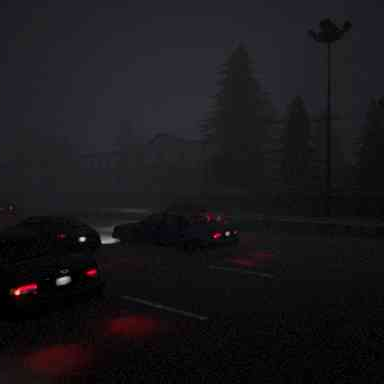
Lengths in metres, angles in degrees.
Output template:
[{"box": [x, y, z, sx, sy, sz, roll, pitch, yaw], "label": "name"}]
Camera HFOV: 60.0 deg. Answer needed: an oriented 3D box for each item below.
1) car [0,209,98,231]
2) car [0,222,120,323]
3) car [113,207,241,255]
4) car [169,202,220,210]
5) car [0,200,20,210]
[{"box": [-5.203, 1.503, 12.006, 4.181, 1.385, 1.994, 0, 0, 36], "label": "car"}, {"box": [-4.173, 1.507, 6.972, 5.357, 1.411, 2.033, 0, 0, 35], "label": "car"}, {"box": [-0.786, 1.503, 13.153, 5.357, 1.411, 2.033, 0, 0, 36], "label": "car"}, {"box": [-0.432, 1.296, 17.203, 4.553, 1.767, 2.097, 0, 0, 36], "label": "car"}, {"box": [-17.070, 1.379, 29.075, 5.357, 1.411, 2.033, 0, 0, 36], "label": "car"}]
